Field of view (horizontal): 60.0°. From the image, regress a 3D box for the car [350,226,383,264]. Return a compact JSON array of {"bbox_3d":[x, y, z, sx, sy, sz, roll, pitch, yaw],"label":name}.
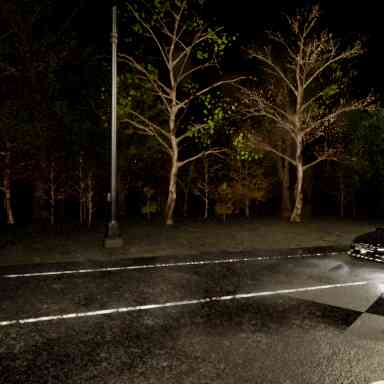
[{"bbox_3d":[7.720,1.633,11.304,4.892,1.490,1.837,0,0,-19],"label":"car"}]
